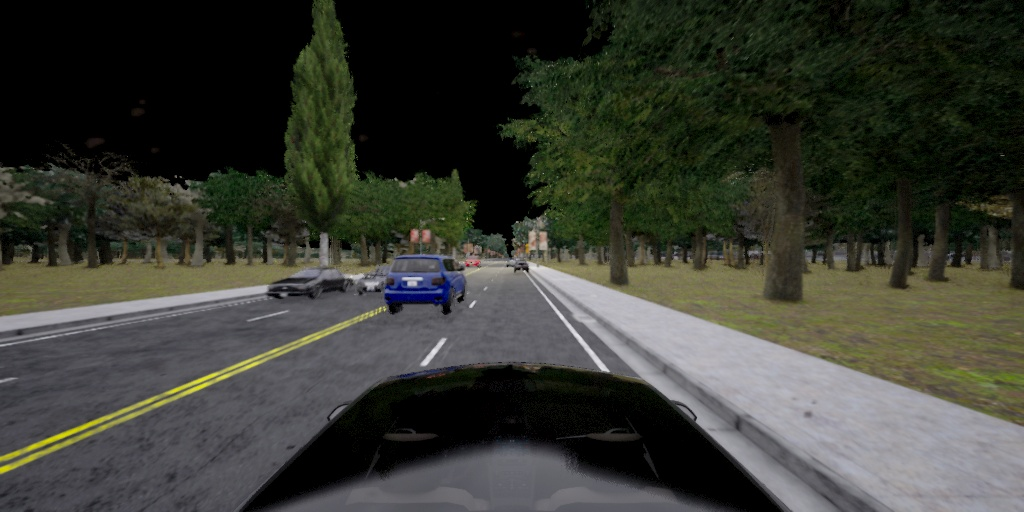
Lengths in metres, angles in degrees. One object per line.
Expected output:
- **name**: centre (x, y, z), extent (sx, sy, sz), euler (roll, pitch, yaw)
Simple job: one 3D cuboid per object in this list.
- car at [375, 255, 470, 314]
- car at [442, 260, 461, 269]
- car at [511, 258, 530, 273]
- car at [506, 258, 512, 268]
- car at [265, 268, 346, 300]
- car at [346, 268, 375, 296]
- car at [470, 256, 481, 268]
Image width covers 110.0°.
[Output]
- **car**: centre (-3.149, 0.973, 14.020), extent (2.150, 2.045, 5.566), euler (0, 0, 0)
- **car**: centre (-9.785, 1.305, 58.410), extent (2.033, 1.411, 5.357), euler (0, 0, 1)
- **car**: centre (1.139, 1.260, 43.750), extent (1.837, 1.490, 4.892), euler (0, 0, 0)
- **car**: centre (0.003, 1.323, 62.815), extent (1.994, 1.385, 4.181), euler (0, 0, 0)
- **car**: centre (-9.849, 1.299, 18.127), extent (2.033, 1.411, 5.357), euler (0, 0, 0)
- **car**: centre (-6.597, 1.243, 19.237), extent (2.128, 1.511, 4.902), euler (0, 0, 0)
- **car**: centre (-6.536, 0.981, 60.141), extent (2.150, 2.045, 5.566), euler (0, 0, 1)
